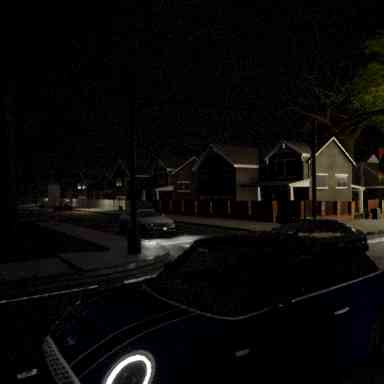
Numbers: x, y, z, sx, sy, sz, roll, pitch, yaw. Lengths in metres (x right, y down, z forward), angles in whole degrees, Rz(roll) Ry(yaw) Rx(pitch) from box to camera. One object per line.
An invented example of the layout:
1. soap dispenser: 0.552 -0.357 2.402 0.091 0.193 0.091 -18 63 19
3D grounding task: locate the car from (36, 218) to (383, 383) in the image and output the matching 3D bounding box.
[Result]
1. car: 0.612 1.351 4.108 4.553 1.767 2.097 0 0 -35

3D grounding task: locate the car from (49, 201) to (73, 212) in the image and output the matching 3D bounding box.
1. car: -18.257 1.984 47.009 2.128 1.511 4.902 -1 0 -34

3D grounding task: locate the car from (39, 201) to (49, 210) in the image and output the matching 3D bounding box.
1. car: -24.231 2.185 55.540 1.994 1.385 4.181 -1 0 -35

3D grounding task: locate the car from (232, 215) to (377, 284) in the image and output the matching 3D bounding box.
1. car: 3.592 1.541 10.211 4.674 1.442 1.812 1 -1 -35

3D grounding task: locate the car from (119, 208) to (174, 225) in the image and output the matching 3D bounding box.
1. car: -2.798 1.717 19.744 1.812 1.442 4.674 -1 0 -35
